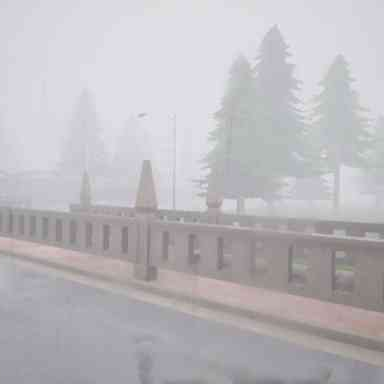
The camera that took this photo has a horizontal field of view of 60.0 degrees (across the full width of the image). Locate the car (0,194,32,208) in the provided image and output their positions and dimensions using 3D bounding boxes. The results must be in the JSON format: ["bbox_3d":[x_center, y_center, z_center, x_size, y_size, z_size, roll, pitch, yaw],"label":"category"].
[{"bbox_3d":[-17.654,0.969,31.218,1.837,1.490,4.892,1,1,38],"label":"car"}]
